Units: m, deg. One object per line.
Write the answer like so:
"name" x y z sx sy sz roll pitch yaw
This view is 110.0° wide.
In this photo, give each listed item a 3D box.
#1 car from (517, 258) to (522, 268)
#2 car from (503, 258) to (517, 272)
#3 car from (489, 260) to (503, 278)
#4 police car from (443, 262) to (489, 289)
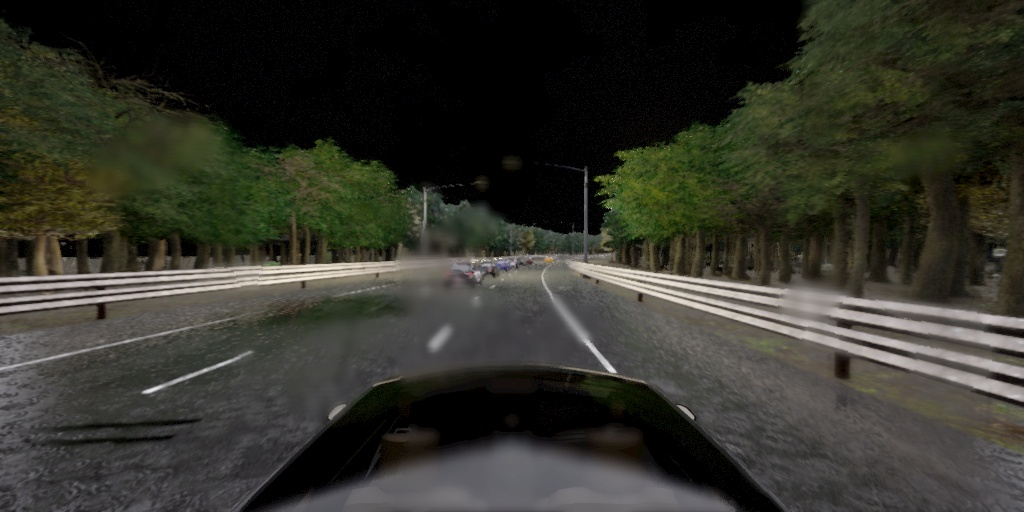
"car" -0.054 1.088 55.781 2.033 1.649 4.856 0 0 7
"car" -1.124 1.231 45.365 1.812 1.442 4.674 0 0 13
"car" -2.308 1.263 34.185 1.812 1.442 4.674 0 0 4
"police car" -3.000 1.241 23.350 2.038 1.542 4.974 0 0 3
